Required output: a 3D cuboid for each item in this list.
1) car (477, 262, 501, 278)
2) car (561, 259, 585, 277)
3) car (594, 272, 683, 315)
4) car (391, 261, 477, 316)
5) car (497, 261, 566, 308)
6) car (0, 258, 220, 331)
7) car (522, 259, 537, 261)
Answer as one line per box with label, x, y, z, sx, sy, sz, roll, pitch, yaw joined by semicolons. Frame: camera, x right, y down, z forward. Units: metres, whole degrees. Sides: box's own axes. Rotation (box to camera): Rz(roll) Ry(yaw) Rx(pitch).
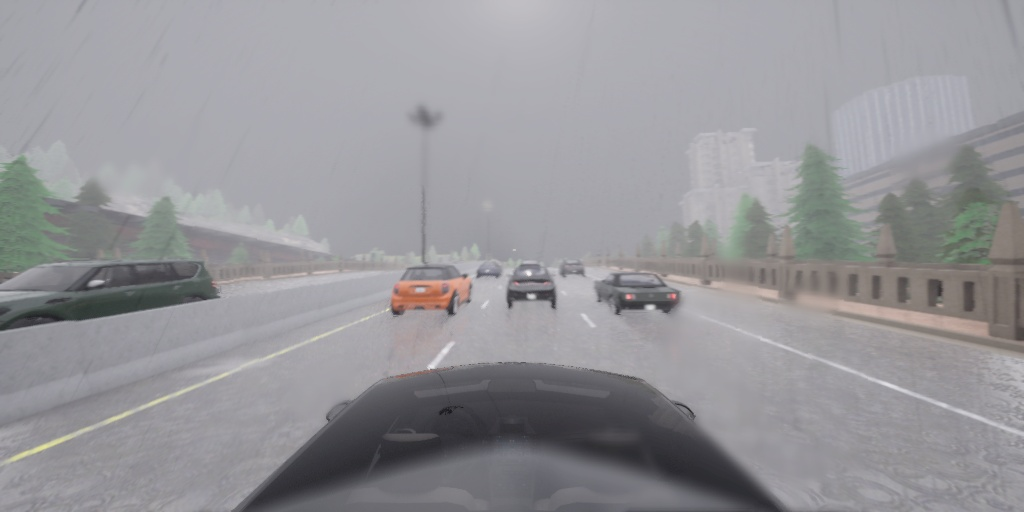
car;-1.929;1.170;31.534;1.994;1.385;4.181;-1;0;3
car;5.036;0.988;30.657;2.128;1.511;4.902;-1;0;3
car;4.197;1.217;12.823;1.895;1.301;4.718;-1;0;3
car;-2.787;1.080;13.410;2.097;1.767;4.553;-1;0;3
car;0.776;1.154;14.611;2.128;1.511;4.902;-1;0;3
car;-10.214;1.099;8.774;2.150;2.045;5.566;-1;0;3
car;1.617;1.019;32.470;1.882;1.535;5.008;-1;0;3
